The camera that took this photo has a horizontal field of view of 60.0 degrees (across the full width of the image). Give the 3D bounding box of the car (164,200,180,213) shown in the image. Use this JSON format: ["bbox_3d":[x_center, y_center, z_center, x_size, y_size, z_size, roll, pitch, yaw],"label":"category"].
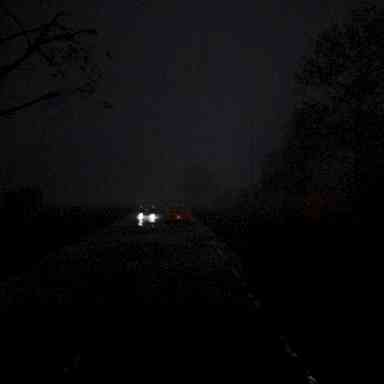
[{"bbox_3d":[-2.519,1.818,41.957,1.812,1.442,4.674,0,0,-6],"label":"car"}]

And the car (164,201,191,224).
[{"bbox_3d":[-1.133,1.659,26.418,1.882,1.535,5.008,0,0,-4],"label":"car"}]

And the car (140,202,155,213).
[{"bbox_3d":[-5.722,1.913,42.717,1.895,1.301,4.718,0,0,-6],"label":"car"}]
